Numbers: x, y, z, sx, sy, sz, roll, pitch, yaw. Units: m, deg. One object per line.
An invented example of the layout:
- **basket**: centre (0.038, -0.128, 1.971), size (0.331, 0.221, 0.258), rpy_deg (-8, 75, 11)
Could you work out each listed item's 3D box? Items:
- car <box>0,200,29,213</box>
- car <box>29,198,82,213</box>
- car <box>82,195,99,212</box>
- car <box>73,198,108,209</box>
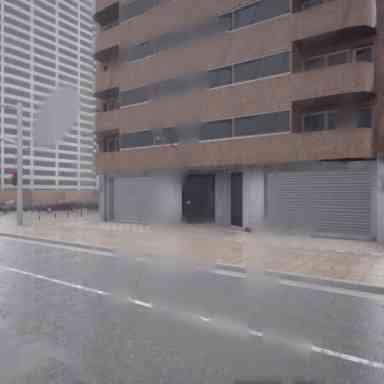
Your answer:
- **car**: centre (-19.532, 1.547, 37.405), size (2.033, 1.411, 5.357), rpy_deg (0, 0, 35)
- **car**: centre (-15.161, 1.477, 37.566), size (1.882, 1.535, 5.008), rpy_deg (0, 0, 35)
- **car**: centre (-9.845, 1.477, 38.763), size (1.882, 1.535, 5.008), rpy_deg (0, 0, 35)
- **car**: centre (-13.839, 1.564, 45.606), size (1.994, 1.385, 4.181), rpy_deg (0, 0, 35)
